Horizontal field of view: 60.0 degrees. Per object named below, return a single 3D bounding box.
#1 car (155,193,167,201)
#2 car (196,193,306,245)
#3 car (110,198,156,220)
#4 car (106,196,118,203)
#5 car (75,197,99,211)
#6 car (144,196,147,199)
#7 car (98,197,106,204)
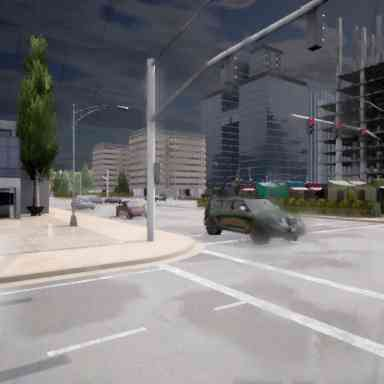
[{"bbox_3d":[-7.793,1.156,78.641,3.866,1.878,1.905,0,0,-34],"label":"car"},{"bbox_3d":[2.731,1.223,16.070,2.150,2.045,5.566,0,0,-33],"label":"car"},{"bbox_3d":[-5.097,1.525,28.289,1.812,1.442,4.674,0,0,-33],"label":"car"},{"bbox_3d":[-15.326,1.547,64.118,2.033,1.411,5.357,0,0,-34],"label":"car"},{"bbox_3d":[-13.558,1.600,41.524,1.895,1.301,4.718,0,0,-32],"label":"car"},{"bbox_3d":[-9.371,1.153,81.068,4.605,1.855,1.932,0,0,-34],"label":"car"},{"bbox_3d":[-18.284,1.564,62.222,1.994,1.385,4.181,0,0,-33],"label":"car"}]
